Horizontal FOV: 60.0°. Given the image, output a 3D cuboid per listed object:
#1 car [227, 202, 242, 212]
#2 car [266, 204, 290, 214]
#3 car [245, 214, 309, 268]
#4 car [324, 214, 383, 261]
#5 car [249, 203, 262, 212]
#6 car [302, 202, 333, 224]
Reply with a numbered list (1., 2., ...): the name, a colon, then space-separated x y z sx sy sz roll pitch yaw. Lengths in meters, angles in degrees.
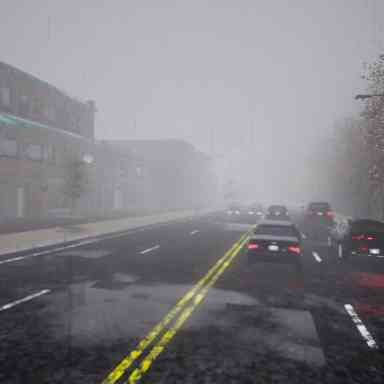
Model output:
1. car: 6.937 2.333 53.135 2.033 1.411 5.357 2 -1 15
2. car: 7.799 1.916 30.207 2.097 1.767 4.553 2 -1 15
3. car: 3.111 1.778 12.438 2.033 1.411 5.357 2 -1 15
4. car: 6.761 1.852 13.491 1.837 1.490 4.892 2 -2 15
5. car: 10.079 2.419 52.308 2.033 1.411 5.357 2 -1 15
6. car: 10.770 1.862 28.715 2.150 2.045 5.566 2 0 15
